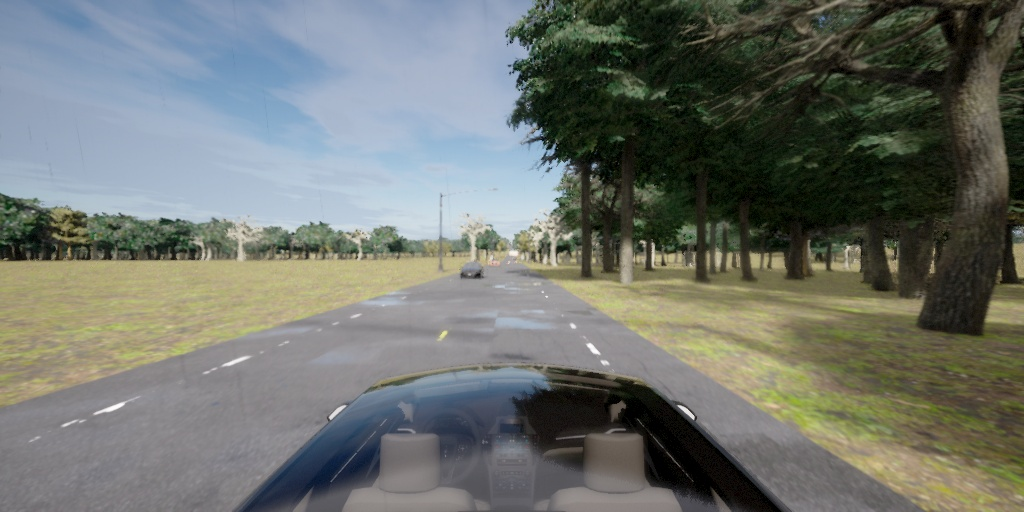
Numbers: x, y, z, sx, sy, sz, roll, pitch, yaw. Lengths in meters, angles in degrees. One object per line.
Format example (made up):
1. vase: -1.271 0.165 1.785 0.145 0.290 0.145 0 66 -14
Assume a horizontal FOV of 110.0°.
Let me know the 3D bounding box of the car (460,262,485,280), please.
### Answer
1. car: -3.588 1.310 32.936 1.882 1.535 5.008 0 0 0
